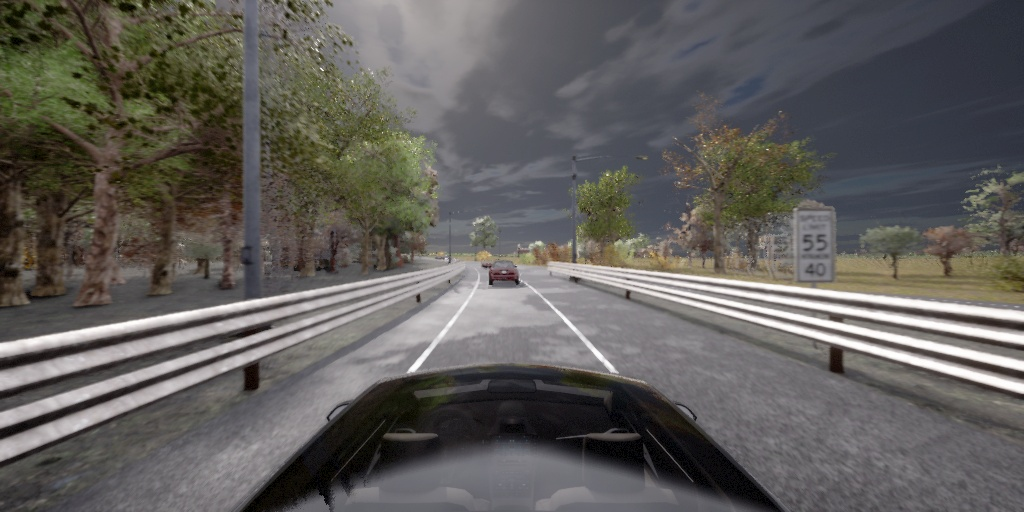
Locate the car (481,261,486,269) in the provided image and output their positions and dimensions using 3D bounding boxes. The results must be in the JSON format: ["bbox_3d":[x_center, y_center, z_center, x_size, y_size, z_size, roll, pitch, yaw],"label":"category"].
[{"bbox_3d":[-4.039,1.382,58.423,1.895,1.301,4.718,0,0,-9],"label":"car"}]

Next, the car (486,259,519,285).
[{"bbox_3d":[-0.695,1.115,26.754,2.097,1.767,4.553,0,0,-4],"label":"car"}]
